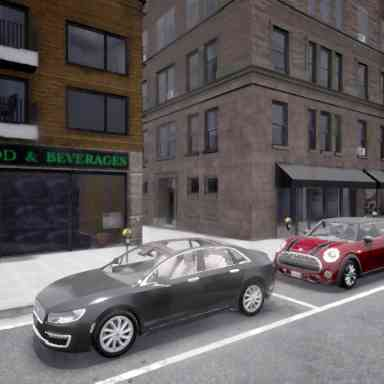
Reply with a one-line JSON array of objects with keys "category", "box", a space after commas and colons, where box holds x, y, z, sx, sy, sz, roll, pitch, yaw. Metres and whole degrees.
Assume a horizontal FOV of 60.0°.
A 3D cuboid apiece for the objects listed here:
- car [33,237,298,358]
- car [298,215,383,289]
[{"category": "car", "box": [-0.395, 1.551, 5.899, 4.403, 1.369, 2.008, 0, 0, -35]}, {"category": "car", "box": [4.108, 1.443, 9.090, 4.097, 1.590, 1.967, 0, 0, -35]}]
